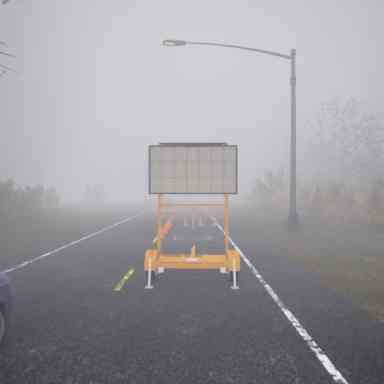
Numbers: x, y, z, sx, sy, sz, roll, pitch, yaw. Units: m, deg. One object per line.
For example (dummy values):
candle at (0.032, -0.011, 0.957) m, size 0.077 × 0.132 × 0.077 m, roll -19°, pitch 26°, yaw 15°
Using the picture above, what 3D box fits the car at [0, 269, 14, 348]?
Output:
car at (-3.587, 1.524, 3.238) m, size 1.812 × 1.442 × 4.674 m, roll 0°, pitch 0°, yaw 0°

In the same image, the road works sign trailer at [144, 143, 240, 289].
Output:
road works sign trailer at (0.031, 0.460, 9.138) m, size 2.380 × 3.560 × 2.880 m, roll 0°, pitch 0°, yaw 1°

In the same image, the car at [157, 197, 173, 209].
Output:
car at (-3.631, 1.456, 45.650) m, size 1.882 × 1.535 × 5.008 m, roll 0°, pitch 0°, yaw 0°
